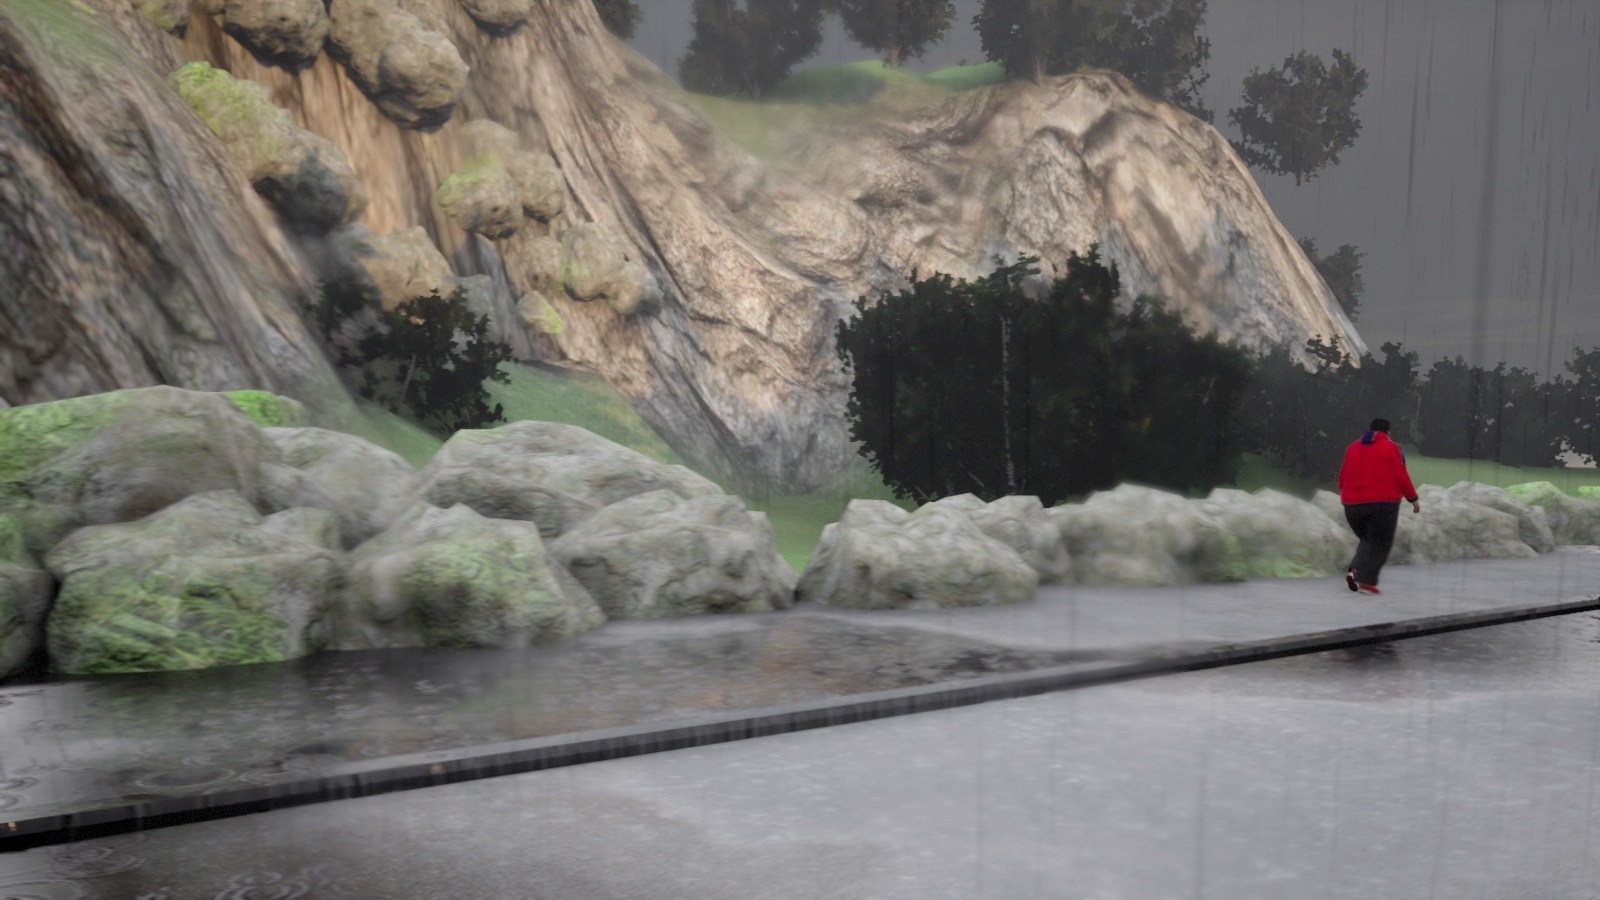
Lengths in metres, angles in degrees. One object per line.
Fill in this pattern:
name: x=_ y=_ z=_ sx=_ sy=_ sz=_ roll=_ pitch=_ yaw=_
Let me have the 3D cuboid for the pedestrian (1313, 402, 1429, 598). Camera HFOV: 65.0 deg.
pedestrian: x=5.627 y=0.473 z=12.377 sx=0.899 sy=1.844 sz=0.634 roll=0 pitch=0 yaw=-32
